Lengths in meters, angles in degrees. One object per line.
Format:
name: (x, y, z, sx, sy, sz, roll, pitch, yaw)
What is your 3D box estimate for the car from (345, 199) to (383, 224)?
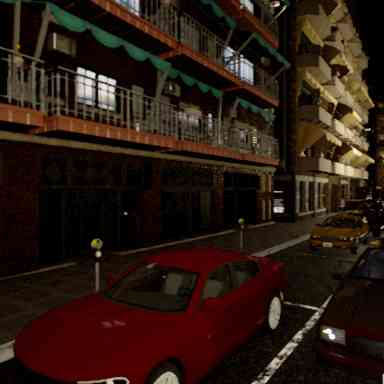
car: (9.396, 1.318, 18.280, 2.192, 1.841, 5.009, 0, 0, 35)

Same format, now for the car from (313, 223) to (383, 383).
car: (3.632, 1.548, 5.518, 2.033, 1.411, 5.357, 0, 0, 35)

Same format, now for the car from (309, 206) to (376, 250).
car: (6.129, 1.526, 13.615, 1.752, 1.417, 4.829, 0, 0, 35)

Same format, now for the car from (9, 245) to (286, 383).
car: (-0.115, 1.542, 4.700, 1.887, 1.381, 4.507, 0, 0, 35)
